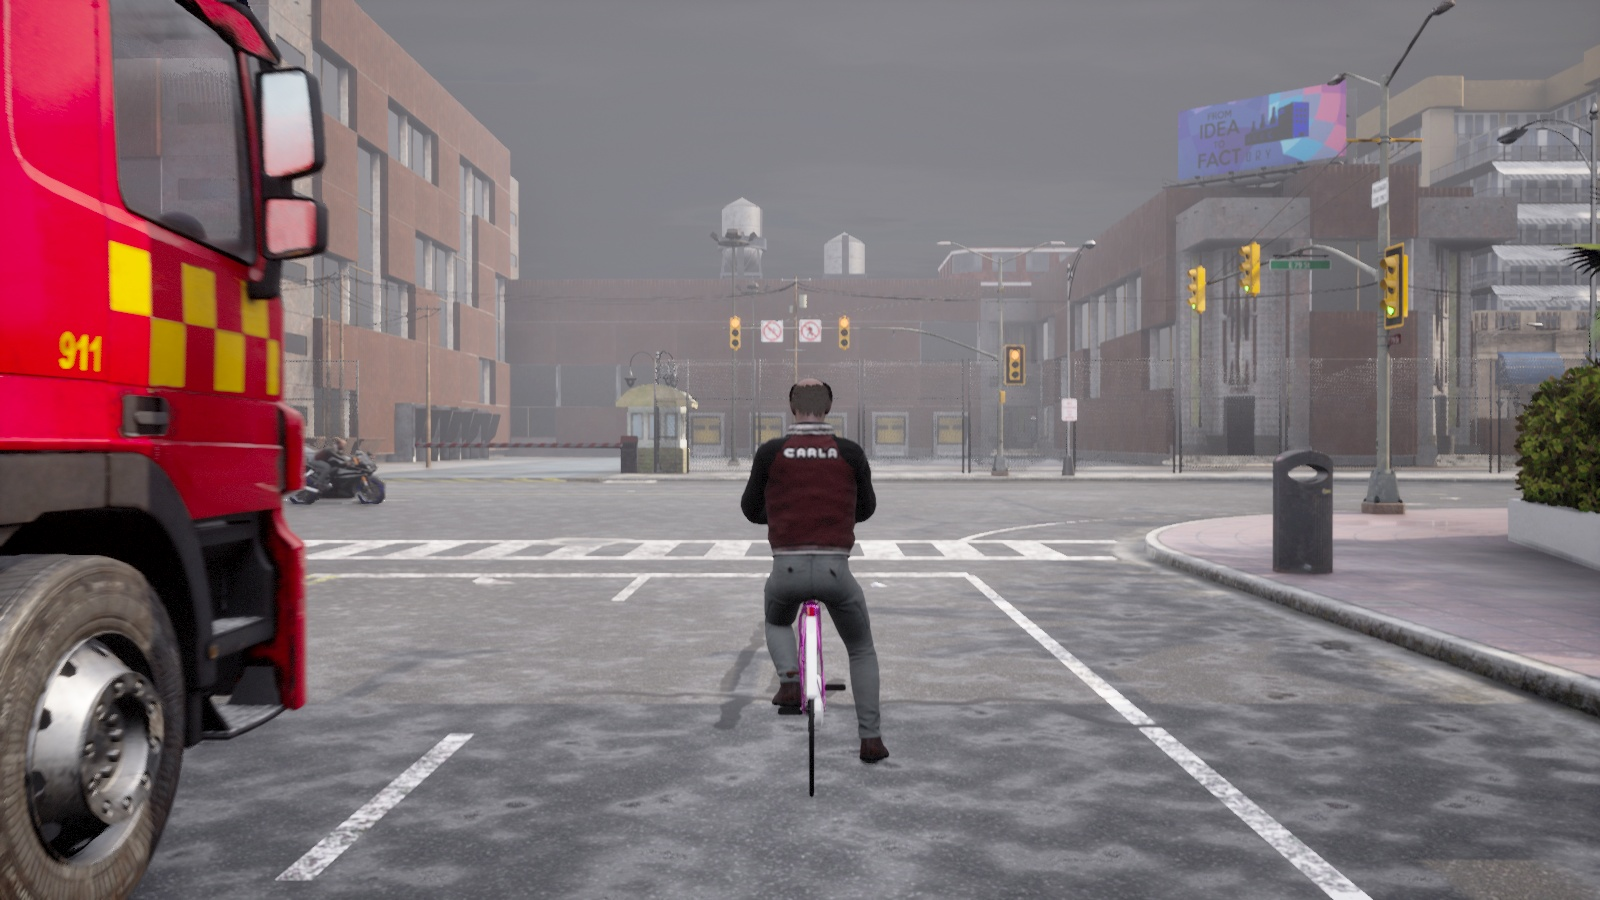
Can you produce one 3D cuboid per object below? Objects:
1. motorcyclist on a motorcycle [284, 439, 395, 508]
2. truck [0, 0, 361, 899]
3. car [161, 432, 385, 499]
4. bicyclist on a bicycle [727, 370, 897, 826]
[{"bbox_3d":[-10.411,0.520,28.453,2.191,1.530,0.866,0,1,1],"label":"motorcyclist on a motorcycle"},{"bbox_3d":[-3.477,-0.435,1.506,2.891,3.827,8.468,0,1,0],"label":"truck"},{"bbox_3d":[-13.345,0.381,31.992,4.856,1.649,2.033,0,1,1],"label":"car"},{"bbox_3d":[0.048,0.565,5.807,0.659,1.776,1.843,0,1,0],"label":"bicyclist on a bicycle"}]
